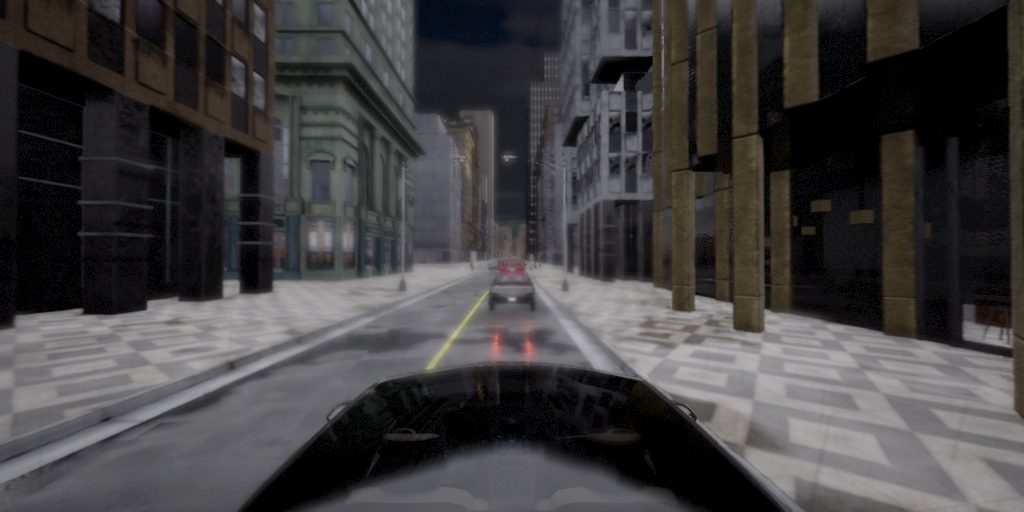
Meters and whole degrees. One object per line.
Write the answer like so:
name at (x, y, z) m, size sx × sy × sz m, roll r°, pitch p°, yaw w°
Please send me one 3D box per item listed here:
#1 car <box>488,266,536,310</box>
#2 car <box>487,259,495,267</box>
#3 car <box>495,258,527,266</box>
car at (0.018, 1.368, 15.355) m, size 2.128 × 1.511 × 4.902 m, roll 0°, pitch 0°, yaw 0°
car at (-3.011, 1.745, 60.467) m, size 1.837 × 1.490 × 4.892 m, roll 0°, pitch -1°, yaw 0°
car at (0.012, 1.221, 29.442) m, size 2.150 × 2.045 × 5.566 m, roll 0°, pitch 0°, yaw 0°
